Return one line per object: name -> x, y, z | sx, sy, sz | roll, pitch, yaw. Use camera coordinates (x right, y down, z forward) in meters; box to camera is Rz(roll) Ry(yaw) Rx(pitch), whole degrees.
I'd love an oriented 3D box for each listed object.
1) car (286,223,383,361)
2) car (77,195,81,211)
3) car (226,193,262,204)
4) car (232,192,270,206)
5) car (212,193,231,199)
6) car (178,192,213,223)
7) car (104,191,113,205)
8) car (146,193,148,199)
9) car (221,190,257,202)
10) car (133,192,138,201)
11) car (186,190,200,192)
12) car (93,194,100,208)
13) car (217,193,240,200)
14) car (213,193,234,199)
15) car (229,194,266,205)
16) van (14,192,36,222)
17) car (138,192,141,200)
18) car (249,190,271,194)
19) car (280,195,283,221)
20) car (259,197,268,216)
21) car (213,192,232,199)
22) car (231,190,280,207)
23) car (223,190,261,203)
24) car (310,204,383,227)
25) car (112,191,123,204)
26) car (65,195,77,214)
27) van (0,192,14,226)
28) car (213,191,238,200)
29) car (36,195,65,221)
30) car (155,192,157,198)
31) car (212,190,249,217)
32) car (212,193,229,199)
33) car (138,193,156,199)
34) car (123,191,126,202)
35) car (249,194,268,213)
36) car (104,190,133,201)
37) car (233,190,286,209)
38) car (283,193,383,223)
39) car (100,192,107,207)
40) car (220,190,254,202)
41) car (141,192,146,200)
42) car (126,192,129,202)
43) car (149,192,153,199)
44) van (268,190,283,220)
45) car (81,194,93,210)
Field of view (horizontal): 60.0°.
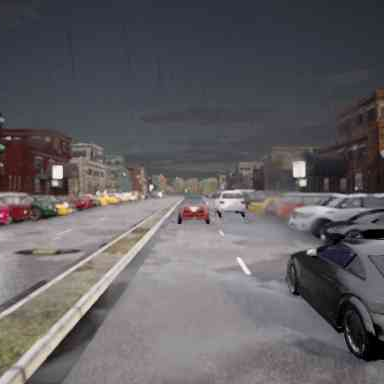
car -> 3.105, 1.520, 5.846 | 1.994, 1.385, 4.181 | 0, 0, 0
car -> -12.858, 1.054, 29.915 | 4.553, 1.767, 2.185 | 0, 1, 0
car -> 7.680, 0.931, 49.120 | 5.008, 1.535, 2.097 | 0, 0, 0
car -> 7.711, 0.867, 43.609 | 4.553, 1.767, 2.185 | 0, 1, 0
car -> 7.750, 1.050, 87.708 | 4.792, 1.488, 2.163 | 0, 0, 0
car -> 0.121, 1.136, 23.249 | 2.097, 1.767, 4.553 | 0, 1, 0
car -> -12.800, 1.020, 41.157 | 5.008, 1.535, 2.097 | 0, 1, 0
car -> -12.894, 0.926, 71.707 | 5.366, 1.575, 1.946 | 0, 0, 0
car -> 7.662, 0.644, 54.629 | 5.566, 2.045, 2.435 | 0, 0, 0
car -> -12.720, 0.627, 57.693 | 5.566, 2.045, 2.435 | 0, 0, 0
car -> 0.132, 0.770, 41.152 | 2.150, 2.045, 5.566 | 0, 1, 0
car -> -12.840, 1.132, 35.475 | 4.792, 1.488, 2.163 | 0, 1, 0
car -> 7.735, 0.956, 71.166 | 4.792, 1.488, 2.163 | 0, 0, 0
car -> 7.710, 0.985, 82.195 | 5.008, 1.535, 2.097 | 0, 0, 0
car -> 7.712, 0.991, 46.369 | 4.792, 1.488, 2.163 | 0, 1, 0
van -> -12.969, 1.059, 21.576 | 4.442, 1.987, 1.878 | 0, 1, 0
car -> -12.701, 0.761, 63.246 | 4.553, 1.767, 2.185 | 0, 0, 0
car -> 7.641, 0.982, 35.340 | 4.553, 1.767, 2.185 | 0, 1, 0
car -> 7.688, 1.189, 18.792 | 4.553, 1.767, 2.185 | 0, 1, 0
car -> 7.660, 1.292, 24.311 | 4.674, 1.452, 2.002 | 0, 1, 0
car -> 7.687, 0.877, 84.953 | 4.553, 1.767, 2.185 | 0, 0, 0
car -> 7.706, 0.780, 40.853 | 5.566, 2.045, 2.435 | 0, 1, 0
car -> 7.659, 0.660, 51.876 | 5.566, 2.045, 2.435 | 0, 0, 0
car -> 7.623, 1.401, 13.278 | 4.792, 1.488, 2.163 | 0, 1, 0
car -> -12.965, 0.945, 46.714 | 5.366, 1.575, 1.946 | 0, 1, 0
car -> -12.649, 1.213, 27.260 | 5.366, 1.575, 1.946 | 0, 1, 0
van -> -12.981, 1.089, 18.922 | 4.442, 1.987, 1.878 | 0, 1, 0
car -> 7.739, 0.703, 76.682 | 5.566, 2.045, 2.435 | 0, 0, 0
car -> -12.812, 0.998, 24.474 | 5.566, 2.045, 2.435 | 0, 1, 0
car -> -12.656, 1.034, 88.380 | 5.008, 1.535, 2.097 | 0, 0, 0
car -> 3.126, 0.946, 28.190 | 2.150, 2.045, 5.566 | 0, 1, 0
car -> 7.721, 1.081, 90.502 | 4.674, 1.452, 2.002 | 0, 0, 0
car -> -12.643, 1.115, 93.812 | 4.674, 1.452, 2.002 | 0, 0, 0
car -> -12.774, 0.959, 49.484 | 4.674, 1.452, 2.002 | 0, 1, 0
car -> 7.853, 1.179, 29.826 | 5.366, 1.575, 1.946 | 0, 1, 0
car -> -12.942, 0.883, 54.915 | 5.366, 1.575, 1.946 | 0, 0, 0
car -> 7.646, 0.818, 38.095 | 5.566, 2.045, 2.435 | 0, 1, 0
car -> 7.626, 1.092, 16.032 | 5.566, 2.045, 2.435 | 0, 1, 0
car -> -12.810, 1.063, 38.254 | 4.892, 1.521, 2.231 | 0, 1, 0
car -> 7.664, 0.638, 57.386 | 5.566, 2.045, 2.435 | 0, 0, 0
car -> -12.722, 0.915, 68.926 | 4.892, 1.521, 2.231 | 0, 0, 0
car -> -12.761, 0.939, 52.142 | 4.674, 1.452, 2.002 | 0, 0, 0
car -> -12.690, 0.976, 79.917 | 5.008, 1.535, 2.097 | 0, 0, 0
van -> 7.543, 1.058, 21.549 | 4.442, 1.987, 1.878 | 0, 1, 0
car -> -12.814, 1.141, 32.695 | 5.008, 1.535, 2.097 | 0, 1, 0
